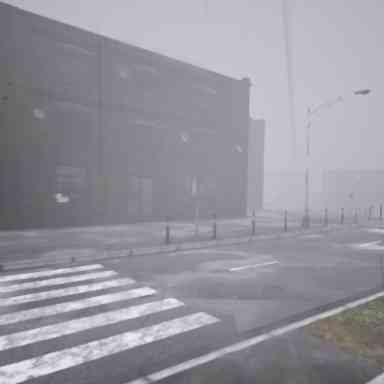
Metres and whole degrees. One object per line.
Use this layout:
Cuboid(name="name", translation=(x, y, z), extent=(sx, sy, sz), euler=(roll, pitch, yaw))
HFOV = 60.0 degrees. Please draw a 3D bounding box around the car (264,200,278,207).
Cuboid(name="car", translation=(17.920, 2.570, 75.133), extent=(2.163, 1.488, 4.792), euler=(1, -1, 43))
